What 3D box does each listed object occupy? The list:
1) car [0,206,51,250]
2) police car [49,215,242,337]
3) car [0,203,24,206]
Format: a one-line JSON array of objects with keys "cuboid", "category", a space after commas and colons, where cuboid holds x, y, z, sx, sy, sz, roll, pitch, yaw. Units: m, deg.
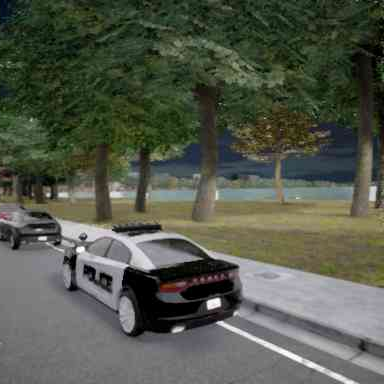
[{"cuboid": [-7.305, 1.579, 14.897, 1.837, 1.490, 4.892, 1, -1, -38], "category": "car"}, {"cuboid": [-1.250, 1.486, 7.076, 1.930, 1.638, 5.238, 1, -1, -38], "category": "police car"}, {"cuboid": [-10.959, 1.445, 19.621, 2.097, 1.767, 4.553, 1, -1, -38], "category": "car"}]
